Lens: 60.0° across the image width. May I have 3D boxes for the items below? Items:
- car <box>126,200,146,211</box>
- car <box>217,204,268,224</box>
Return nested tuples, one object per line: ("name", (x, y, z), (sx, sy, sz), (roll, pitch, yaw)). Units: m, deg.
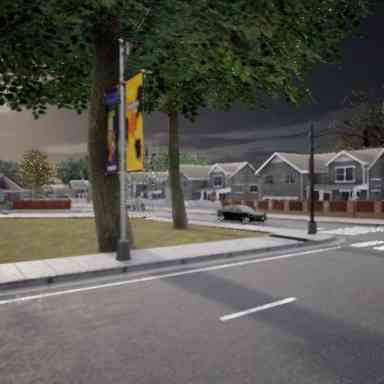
("car", (-9.051, 1.962, 51.848), (2.097, 1.767, 4.553), (-1, 0, -35))
("car", (4.131, 1.814, 28.102), (1.882, 1.535, 5.008), (-1, 0, -35))
